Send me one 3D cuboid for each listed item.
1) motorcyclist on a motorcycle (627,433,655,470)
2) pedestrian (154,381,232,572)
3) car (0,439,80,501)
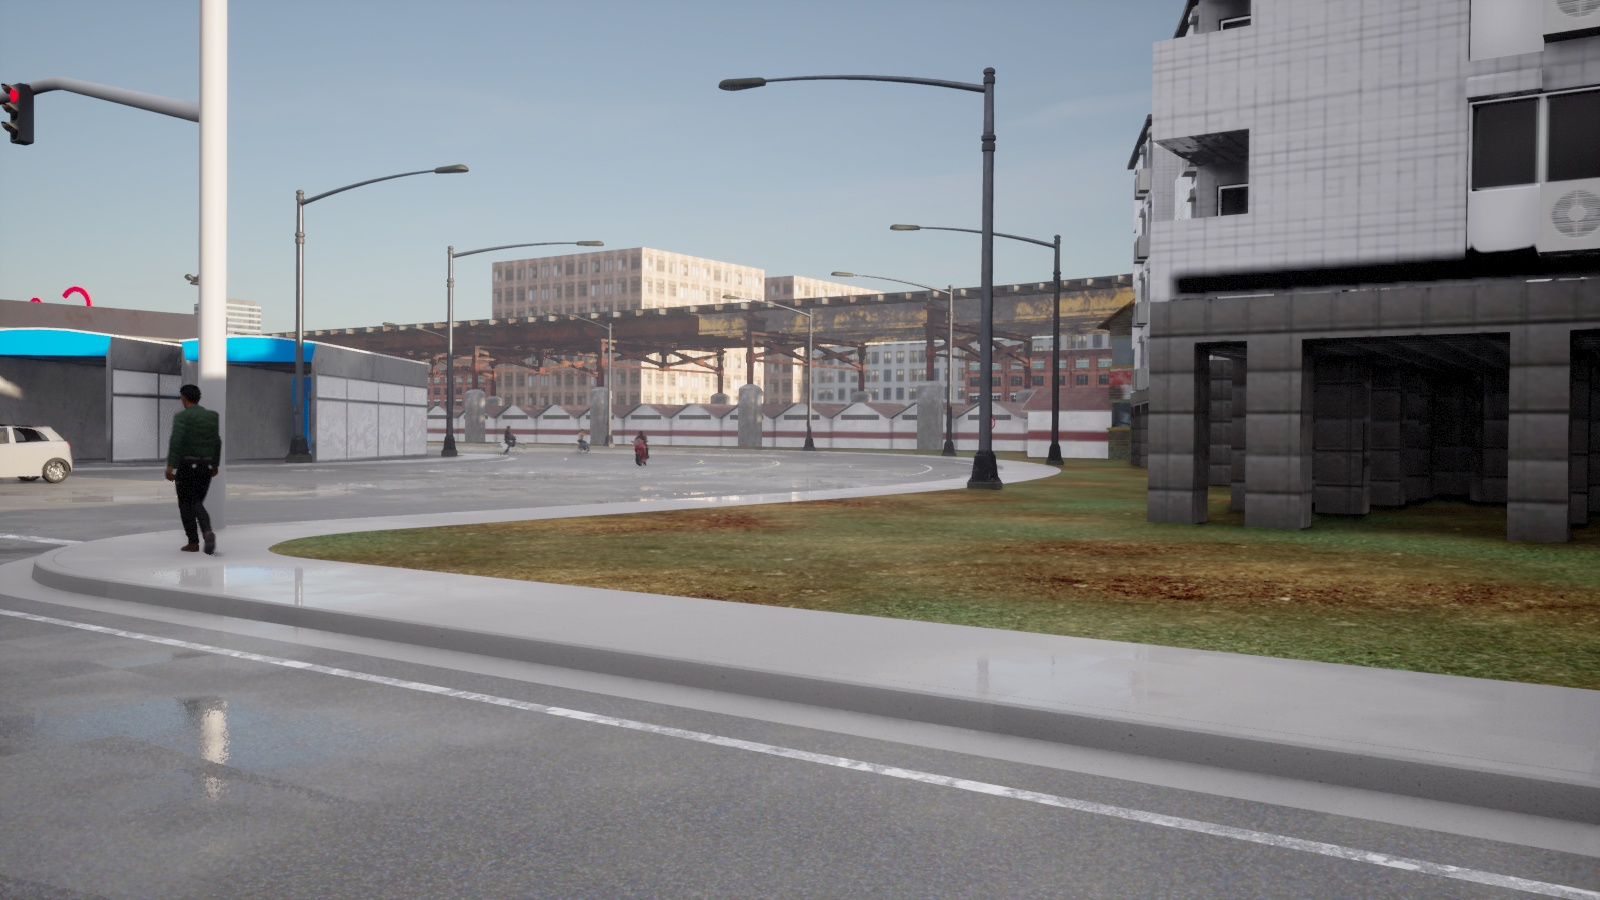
[{"bbox_3d":[-6.774,0.043,53.592,0.797,1.523,2.044,-1,1,3],"label":"motorcyclist on a motorcycle"},{"bbox_3d":[-6.392,0.264,13.221,0.788,1.949,0.423,0,1,39],"label":"pedestrian"},{"bbox_3d":[-20.440,0.500,31.538,1.845,1.501,3.633,0,1,35],"label":"car"}]
